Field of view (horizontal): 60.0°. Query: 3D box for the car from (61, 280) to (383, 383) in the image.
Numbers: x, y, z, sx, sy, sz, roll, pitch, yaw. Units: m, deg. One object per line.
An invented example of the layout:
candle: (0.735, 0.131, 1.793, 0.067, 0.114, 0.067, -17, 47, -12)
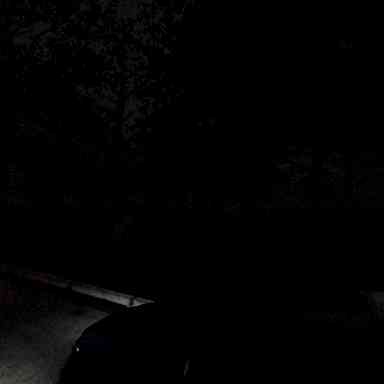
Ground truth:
car: (0.895, 1.527, 2.731, 4.674, 1.442, 1.812, -1, 0, 35)
